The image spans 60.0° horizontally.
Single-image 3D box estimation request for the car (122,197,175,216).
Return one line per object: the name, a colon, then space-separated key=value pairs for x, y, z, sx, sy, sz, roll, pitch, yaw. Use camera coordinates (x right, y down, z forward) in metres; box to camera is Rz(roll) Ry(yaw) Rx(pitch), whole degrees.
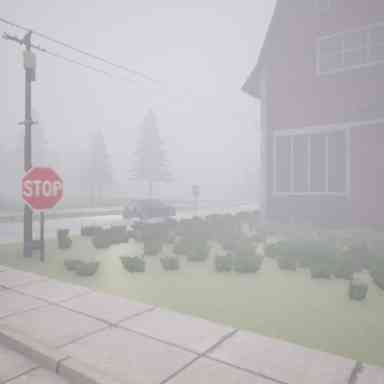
car: x=-3.356 y=1.295 z=26.804 sx=2.097 sy=1.767 sz=4.553 roll=0 pitch=0 yaw=37
